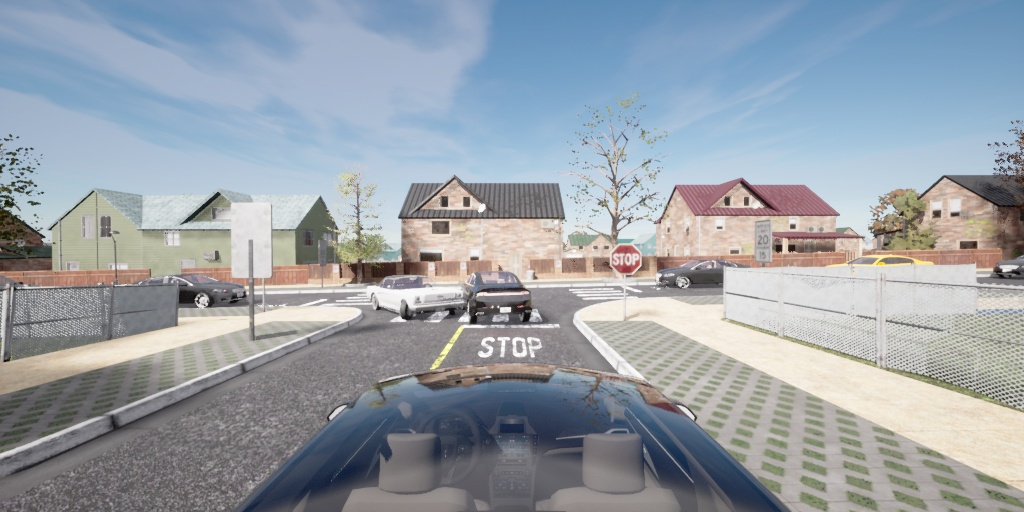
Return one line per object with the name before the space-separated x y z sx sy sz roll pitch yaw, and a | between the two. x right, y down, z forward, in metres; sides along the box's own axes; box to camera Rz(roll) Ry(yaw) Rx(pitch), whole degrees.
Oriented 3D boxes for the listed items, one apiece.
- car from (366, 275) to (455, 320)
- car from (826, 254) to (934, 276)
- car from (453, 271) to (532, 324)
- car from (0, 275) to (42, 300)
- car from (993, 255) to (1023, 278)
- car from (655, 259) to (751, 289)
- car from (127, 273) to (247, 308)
car | -3.600 1.367 12.899 1.895 1.301 4.718 0 0 -38
car | 19.765 0.690 19.479 5.008 1.535 1.882 -1 1 -1
car | -0.683 1.242 12.039 2.128 1.511 4.902 0 0 -12
car | -24.236 1.647 16.358 4.553 1.767 2.097 -1 1 0
car | 29.389 0.478 19.514 4.902 1.511 2.128 -1 1 0
car | 10.335 0.925 19.445 4.902 1.511 2.128 -1 1 0
car | -14.899 1.566 16.396 4.902 1.511 2.128 -1 1 0
